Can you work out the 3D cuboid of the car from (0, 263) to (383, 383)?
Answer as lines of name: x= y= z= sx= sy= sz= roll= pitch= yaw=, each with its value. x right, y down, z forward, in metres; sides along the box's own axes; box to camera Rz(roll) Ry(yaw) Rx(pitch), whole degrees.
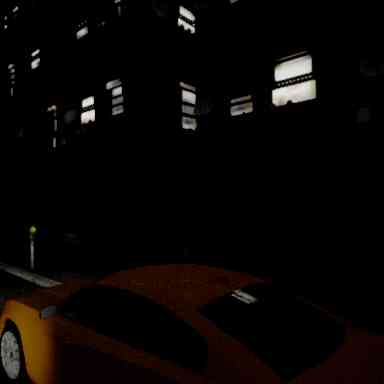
car: x=-0.344 y=1.546 z=3.621 sx=5.008 sy=1.535 sz=1.882 roll=0 pitch=-1 yaw=41
